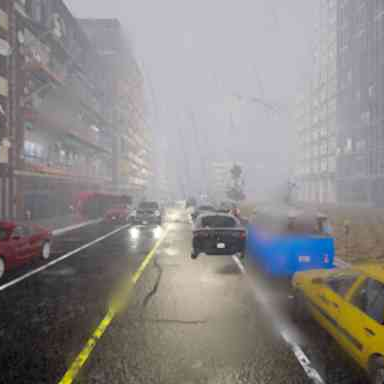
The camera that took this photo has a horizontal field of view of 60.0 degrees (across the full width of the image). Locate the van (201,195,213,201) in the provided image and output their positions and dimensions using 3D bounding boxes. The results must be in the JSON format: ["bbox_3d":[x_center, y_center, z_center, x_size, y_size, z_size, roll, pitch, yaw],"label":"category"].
[{"bbox_3d":[2.679,1.530,54.030,1.690,1.788,3.998,0,0,0],"label":"van"}]

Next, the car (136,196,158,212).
[{"bbox_3d":[-5.701,1.460,42.976,2.192,1.841,5.009,0,0,0],"label":"car"}]

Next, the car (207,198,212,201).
[{"bbox_3d":[2.682,1.630,32.093,1.752,1.417,4.829,0,0,0],"label":"car"}]

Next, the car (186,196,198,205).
[{"bbox_3d":[-0.003,1.578,62.829,2.097,1.767,4.553,0,0,0],"label":"car"}]

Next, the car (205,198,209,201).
[{"bbox_3d":[2.682,1.706,37.450,1.802,1.307,4.206,0,0,0],"label":"car"}]

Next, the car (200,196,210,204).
[{"bbox_3d":[2.678,1.700,70.609,1.967,1.590,4.097,0,0,0],"label":"car"}]

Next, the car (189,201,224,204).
[{"bbox_3d":[0.898,1.578,22.814,1.837,1.490,4.892,0,0,0],"label":"car"}]

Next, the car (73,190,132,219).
[{"bbox_3d":[-7.392,1.054,28.165,2.045,2.150,5.566,17,4,29],"label":"car"}]

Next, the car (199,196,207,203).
[{"bbox_3d":[2.677,1.837,81.832,1.752,1.417,4.829,0,0,0],"label":"car"}]

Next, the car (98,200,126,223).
[{"bbox_3d":[-5.698,1.629,26.396,1.887,1.381,4.507,0,0,0],"label":"car"}]

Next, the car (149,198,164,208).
[{"bbox_3d":[-5.700,1.739,54.029,2.008,1.369,4.403,0,0,0],"label":"car"}]

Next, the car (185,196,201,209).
[{"bbox_3d":[0.010,1.672,48.883,1.837,1.490,4.892,0,0,0],"label":"car"}]

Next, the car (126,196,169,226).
[{"bbox_3d":[-3.099,1.429,24.163,2.097,1.767,4.553,0,0,0],"label":"car"}]

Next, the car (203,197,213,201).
[{"bbox_3d":[2.681,1.727,42.976,1.802,1.307,4.206,0,0,0],"label":"car"}]

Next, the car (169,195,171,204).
[{"bbox_3d":[-5.701,1.801,65.082,1.947,1.339,4.313,0,0,0],"label":"car"}]

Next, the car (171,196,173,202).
[{"bbox_3d":[-5.702,1.805,70.608,1.887,1.381,4.507,0,0,0],"label":"car"}]

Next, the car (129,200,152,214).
[{"bbox_3d":[-5.699,1.649,37.280,1.752,1.417,4.829,0,0,0],"label":"car"}]

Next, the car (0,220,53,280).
[{"bbox_3d":[-5.696,1.574,9.815,1.887,1.381,4.507,0,0,0],"label":"car"}]

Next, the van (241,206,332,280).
[{"bbox_3d":[2.683,1.370,9.816,1.690,1.788,3.998,0,0,0],"label":"van"}]

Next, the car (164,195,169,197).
[{"bbox_3d":[-5.701,1.652,59.555,1.967,1.590,4.097,0,0,0],"label":"car"}]

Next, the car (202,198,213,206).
[{"bbox_3d":[2.680,1.738,59.725,1.752,1.417,4.829,0,0,0],"label":"car"}]

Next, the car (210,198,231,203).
[{"bbox_3d":[2.682,1.525,26.396,1.967,1.590,4.097,0,0,0],"label":"car"}]

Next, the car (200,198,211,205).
[{"bbox_3d":[2.679,1.801,65.083,1.947,1.339,4.313,0,0,0],"label":"car"}]

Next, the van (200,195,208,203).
[{"bbox_3d":[2.676,1.626,76.137,1.690,1.788,3.998,0,0,0],"label":"van"}]

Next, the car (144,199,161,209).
[{"bbox_3d":[-5.699,1.717,48.502,2.008,1.369,4.403,0,0,0],"label":"car"}]

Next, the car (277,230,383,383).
[{"bbox_3d":[2.685,1.539,4.460,1.752,1.417,4.829,0,0,0],"label":"car"}]

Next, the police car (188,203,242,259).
[{"bbox_3d":[0.899,1.464,12.924,1.930,1.638,5.238,0,0,0],"label":"police car"}]
